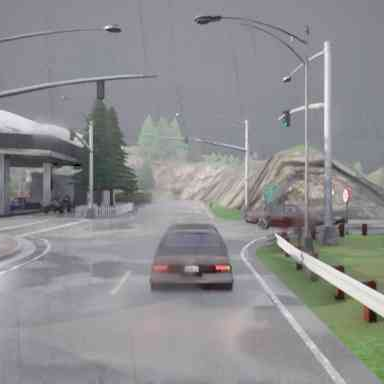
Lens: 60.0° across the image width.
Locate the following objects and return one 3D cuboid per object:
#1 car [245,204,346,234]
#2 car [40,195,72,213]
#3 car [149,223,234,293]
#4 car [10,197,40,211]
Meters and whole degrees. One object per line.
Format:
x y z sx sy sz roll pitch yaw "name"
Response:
5.492 1.369 18.138 2.033 1.411 5.357 -1 0 -45 "car"
-14.536 1.303 36.270 1.905 1.878 3.866 0 0 -1 "car"
0.008 1.545 8.985 2.033 1.411 5.357 0 0 0 "car"
-20.244 1.469 40.546 2.242 1.667 4.611 0 0 -1 "car"
